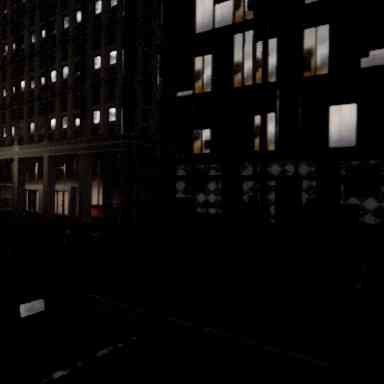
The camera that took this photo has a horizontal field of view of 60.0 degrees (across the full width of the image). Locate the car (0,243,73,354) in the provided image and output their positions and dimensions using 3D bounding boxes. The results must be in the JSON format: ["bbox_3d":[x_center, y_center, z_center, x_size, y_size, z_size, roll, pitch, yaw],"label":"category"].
[{"bbox_3d":[-3.769,1.533,5.543,4.313,1.339,1.947,0,1,35],"label":"car"}]
